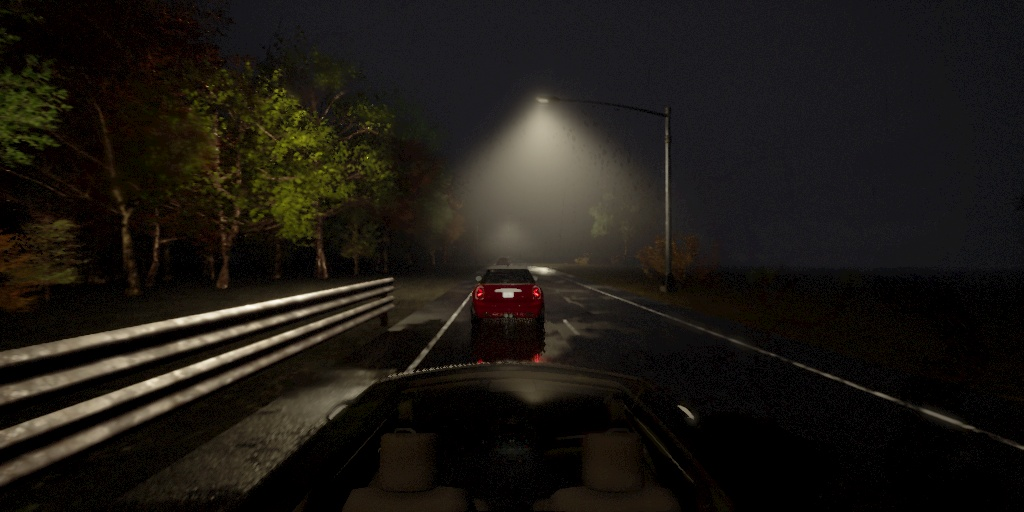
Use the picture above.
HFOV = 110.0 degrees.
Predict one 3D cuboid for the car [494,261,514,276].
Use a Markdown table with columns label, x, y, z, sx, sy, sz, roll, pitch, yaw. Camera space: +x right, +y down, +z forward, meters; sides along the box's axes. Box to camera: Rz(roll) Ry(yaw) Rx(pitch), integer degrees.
| label | x | y | z | sx | sy | sz | roll | pitch | yaw |
| --- | --- | --- | --- | --- | --- | --- | --- | --- | --- |
| car | -0.820 | 1.267 | 37.493 | 1.994 | 1.385 | 4.181 | 0 | 0 | -1 |

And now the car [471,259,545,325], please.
| label | x | y | z | sx | sy | sz | roll | pitch | yaw |
| --- | --- | --- | --- | --- | --- | --- | --- | --- | --- |
| car | -0.161 | 1.091 | 12.000 | 2.097 | 1.767 | 4.553 | 0 | 0 | -1 |
